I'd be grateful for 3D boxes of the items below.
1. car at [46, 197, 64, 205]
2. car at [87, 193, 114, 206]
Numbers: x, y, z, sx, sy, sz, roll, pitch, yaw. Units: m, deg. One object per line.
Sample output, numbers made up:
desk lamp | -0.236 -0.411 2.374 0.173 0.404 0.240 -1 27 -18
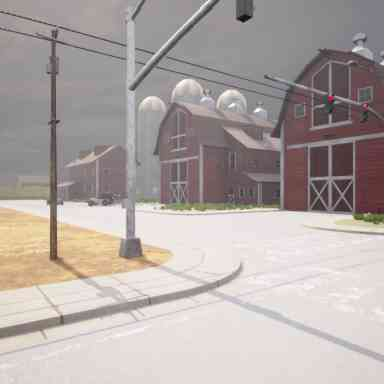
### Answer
car | -23.312 1.537 56.553 1.994 1.385 4.181 0 0 -36
car | -13.842 1.118 50.567 3.866 1.878 1.905 -2 5 11
